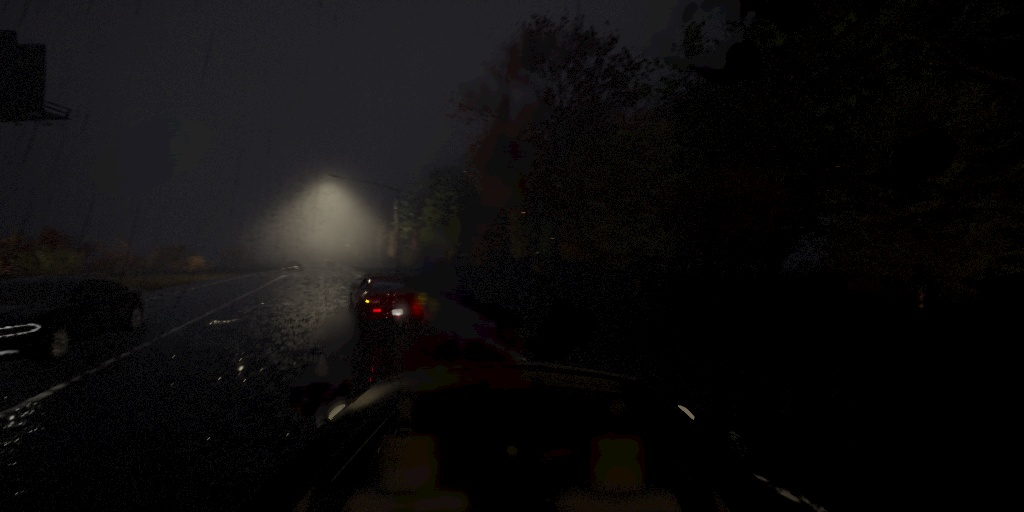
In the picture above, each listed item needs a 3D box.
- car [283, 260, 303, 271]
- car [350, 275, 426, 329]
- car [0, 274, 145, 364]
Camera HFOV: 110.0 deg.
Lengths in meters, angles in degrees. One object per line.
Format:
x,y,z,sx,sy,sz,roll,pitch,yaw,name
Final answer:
-30.781,1.389,50.530,1.837,1.490,4.892,1,0,-21,car
-4.075,1.322,11.506,1.812,1.442,4.674,1,-1,-28,car
-9.946,1.186,7.645,1.882,1.535,5.008,1,-1,-28,car
